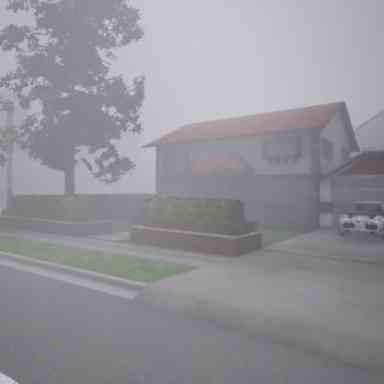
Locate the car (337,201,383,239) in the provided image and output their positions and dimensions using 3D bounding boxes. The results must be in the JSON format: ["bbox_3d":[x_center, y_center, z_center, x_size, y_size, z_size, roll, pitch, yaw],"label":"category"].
[{"bbox_3d":[7.788,1.161,14.765,1.970,1.475,3.806,0,0,36],"label":"car"}]
